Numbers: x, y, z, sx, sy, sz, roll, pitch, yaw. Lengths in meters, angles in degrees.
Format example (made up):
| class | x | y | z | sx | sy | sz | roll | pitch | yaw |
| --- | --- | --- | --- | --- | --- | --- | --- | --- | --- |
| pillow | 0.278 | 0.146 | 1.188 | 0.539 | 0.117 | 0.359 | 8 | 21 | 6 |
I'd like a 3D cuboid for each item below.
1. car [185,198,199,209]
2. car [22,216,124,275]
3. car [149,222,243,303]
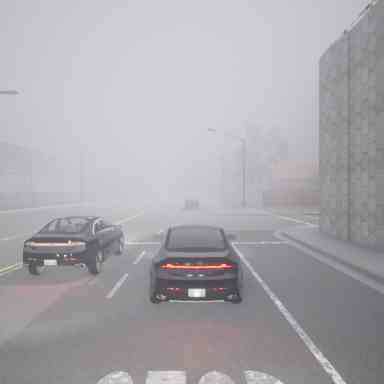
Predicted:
| class | x | y | z | sx | sy | sz | roll | pitch | yaw |
| --- | --- | --- | --- | --- | --- | --- | --- | --- | --- |
| car | -0.022 | 1.492 | 44.190 | 2.128 | 1.511 | 4.902 | 0 | 0 | 0 |
| car | -3.429 | 1.492 | 10.468 | 2.128 | 1.511 | 4.902 | 0 | 0 | 0 |
| car | 0.079 | 1.505 | 8.200 | 1.837 | 1.490 | 4.892 | 0 | 0 | 0 |
